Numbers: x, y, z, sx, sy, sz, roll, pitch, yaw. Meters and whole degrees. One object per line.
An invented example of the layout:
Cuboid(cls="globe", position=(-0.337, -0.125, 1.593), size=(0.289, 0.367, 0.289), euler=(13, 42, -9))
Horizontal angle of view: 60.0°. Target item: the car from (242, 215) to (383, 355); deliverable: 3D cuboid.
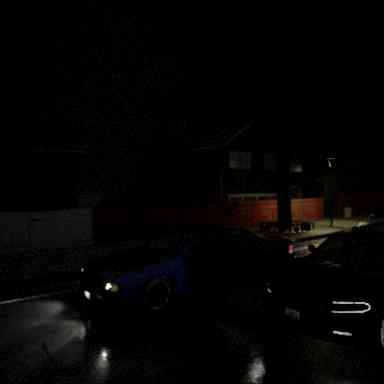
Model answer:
Cuboid(cls="car", position=(3.458, 1.420, 6.190), size=(5.008, 1.535, 1.882), euler=(-1, 0, -36))

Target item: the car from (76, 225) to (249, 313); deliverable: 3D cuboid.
Cuboid(cls="car", position=(0.182, 1.518, 7.835), size=(5.357, 1.411, 2.033), euler=(-1, 0, -36))

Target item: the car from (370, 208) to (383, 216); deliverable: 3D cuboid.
Cuboid(cls="car", position=(8.792, 1.332, 14.044), size=(4.674, 1.442, 1.812), euler=(-1, 1, -36))
